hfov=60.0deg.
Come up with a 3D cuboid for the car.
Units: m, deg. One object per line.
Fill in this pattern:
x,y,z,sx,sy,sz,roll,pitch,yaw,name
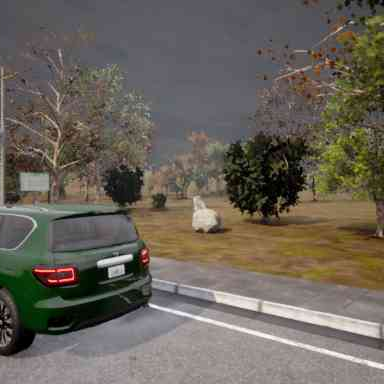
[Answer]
-3.265,1.221,6.299,5.566,2.045,2.150,0,0,35,car
